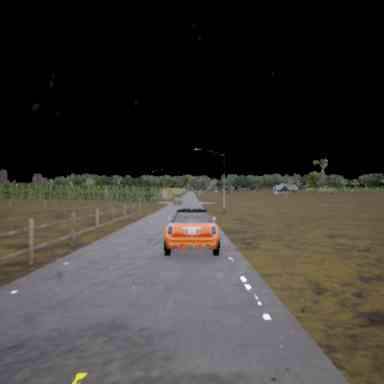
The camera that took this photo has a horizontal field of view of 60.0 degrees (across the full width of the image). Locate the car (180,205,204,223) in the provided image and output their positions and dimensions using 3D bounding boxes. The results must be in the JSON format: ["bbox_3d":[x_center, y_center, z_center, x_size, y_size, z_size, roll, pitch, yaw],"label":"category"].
[{"bbox_3d":[-0.004,1.827,29.106,1.895,1.301,4.718,0,0,0],"label":"car"}]

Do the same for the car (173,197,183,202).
[{"bbox_3d":[-2.766,1.888,67.431,1.837,1.490,4.892,0,0,0],"label":"car"}]

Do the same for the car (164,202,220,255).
[{"bbox_3d":[-0.001,1.468,14.076,2.097,1.767,4.553,0,-1,0],"label":"car"}]
